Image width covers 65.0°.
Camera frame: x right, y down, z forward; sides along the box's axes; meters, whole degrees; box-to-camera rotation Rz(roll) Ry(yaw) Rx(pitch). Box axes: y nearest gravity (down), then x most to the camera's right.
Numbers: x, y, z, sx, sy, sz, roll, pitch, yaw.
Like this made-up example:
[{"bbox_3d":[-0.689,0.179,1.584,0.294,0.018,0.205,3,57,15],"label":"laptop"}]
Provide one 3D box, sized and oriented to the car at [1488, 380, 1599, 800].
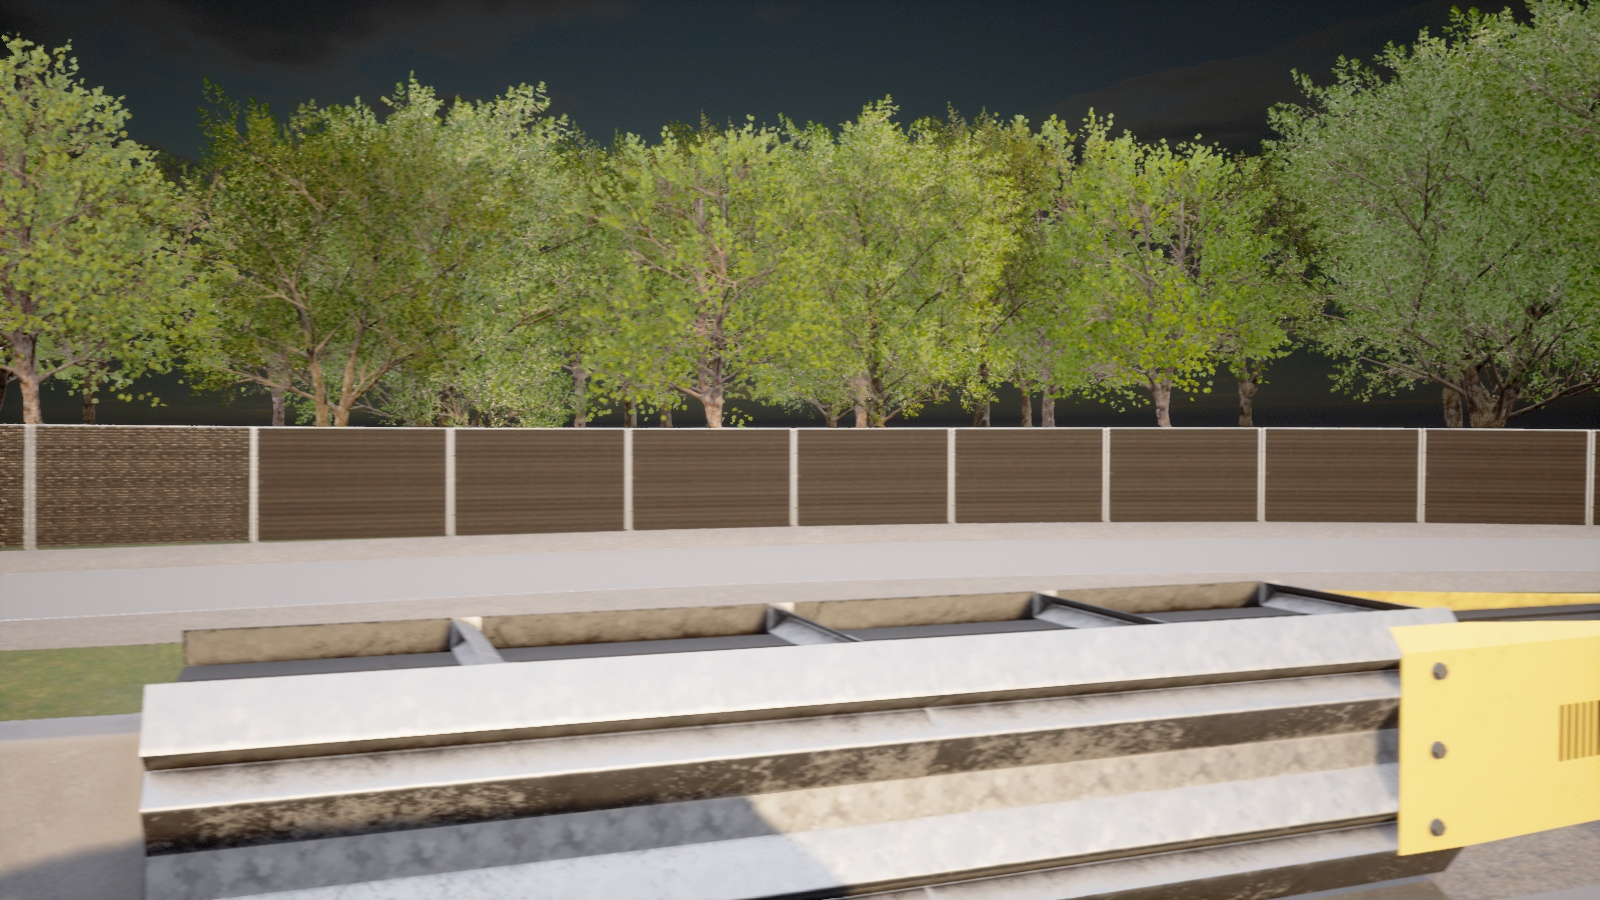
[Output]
[{"bbox_3d":[5.113,0.541,5.071,3.988,1.617,1.851,-1,3,-19],"label":"car"}]
